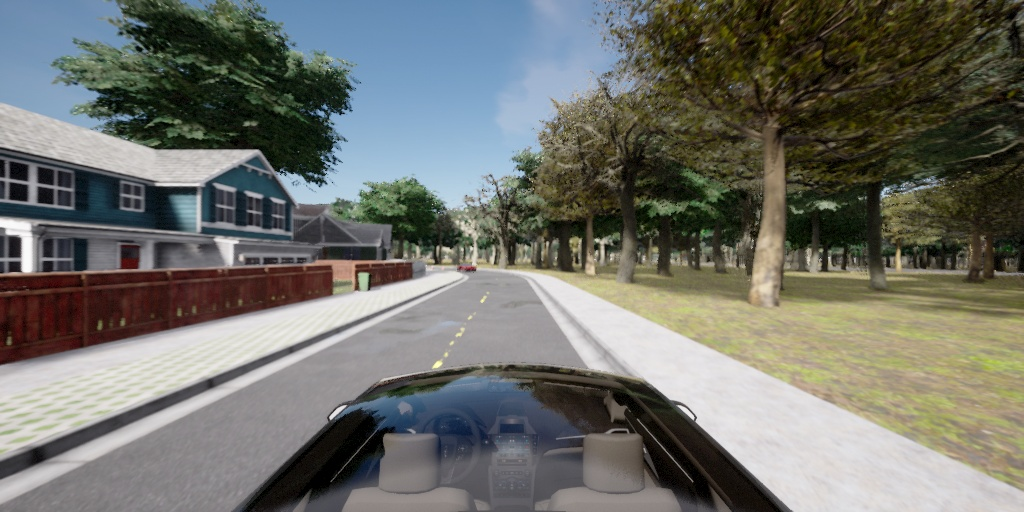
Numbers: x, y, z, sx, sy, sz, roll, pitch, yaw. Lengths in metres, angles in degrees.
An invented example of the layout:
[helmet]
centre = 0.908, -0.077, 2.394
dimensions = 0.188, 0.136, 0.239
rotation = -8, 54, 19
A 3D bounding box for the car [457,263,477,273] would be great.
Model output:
[car]
centre = -6.221, 1.634, 49.589
dimensions = 1.895, 1.301, 4.718
rotation = 0, 0, -20
